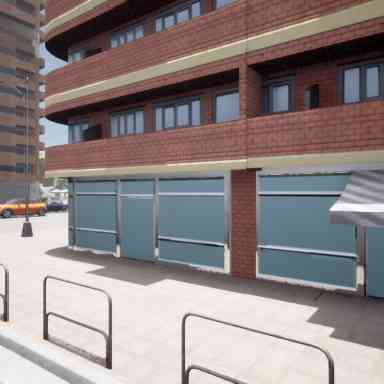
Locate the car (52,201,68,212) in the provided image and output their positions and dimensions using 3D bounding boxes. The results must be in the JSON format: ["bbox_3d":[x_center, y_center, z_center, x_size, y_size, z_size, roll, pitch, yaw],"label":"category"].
[{"bbox_3d":[-15.361,1.604,35.775,1.895,1.301,4.718,0,0,36],"label":"car"}]

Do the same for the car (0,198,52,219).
[{"bbox_3d":[-15.467,1.355,29.689,2.097,1.767,4.553,0,0,36],"label":"car"}]
